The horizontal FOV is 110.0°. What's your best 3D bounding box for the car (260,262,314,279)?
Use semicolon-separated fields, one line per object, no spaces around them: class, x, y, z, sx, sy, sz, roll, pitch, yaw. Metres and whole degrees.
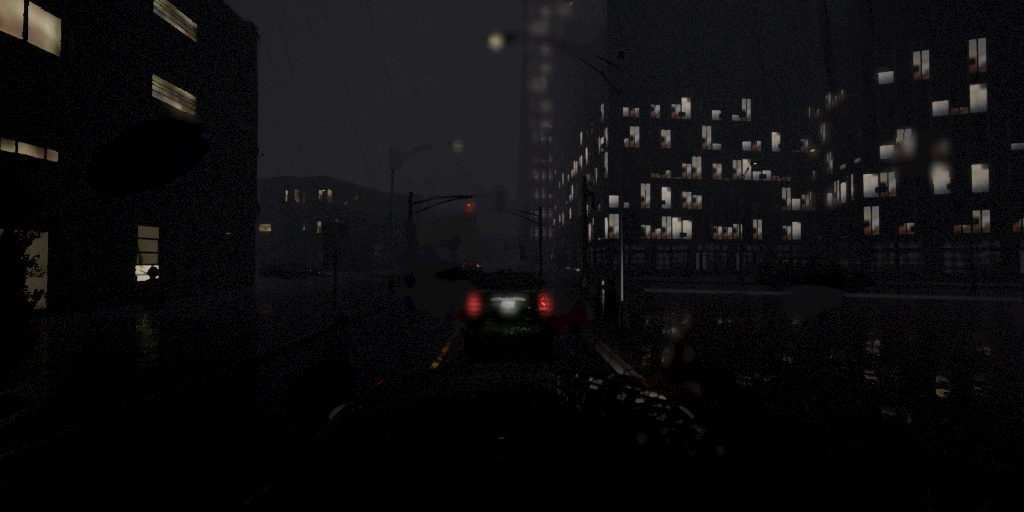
car;-20.166;1.320;31.691;4.313;1.339;1.948;0;0;19

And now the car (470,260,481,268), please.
car;-6.555;1.368;64.495;1.895;1.301;4.718;0;0;-4

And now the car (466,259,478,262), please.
car;-4.724;1.112;42.737;2.097;1.767;4.553;0;0;-5

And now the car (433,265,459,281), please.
car;-3.801;1.357;28.780;4.718;1.301;1.895;0;0;19

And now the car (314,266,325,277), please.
car;-20.334;1.303;34.360;4.892;1.490;1.837;0;-1;19

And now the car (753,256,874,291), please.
car;16.022;0.931;19.378;5.009;1.841;2.192;0;0;19

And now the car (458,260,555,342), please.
car;-0.088;1.104;9.990;2.097;1.767;4.553;0;0;-1
